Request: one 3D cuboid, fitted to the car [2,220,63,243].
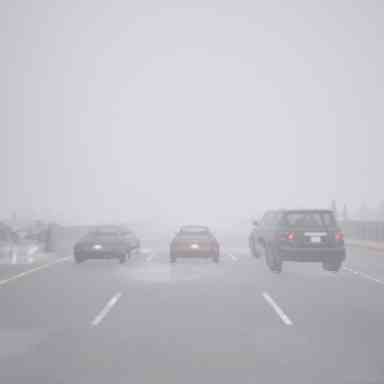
[{"bbox_3d":[-10.597,2.700,23.178,2.128,1.511,4.902,0,-4,0],"label":"car"}]

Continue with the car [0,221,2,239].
[{"bbox_3d":[-14.097,2.632,22.472,1.882,1.535,5.008,0,-4,0],"label":"car"}]

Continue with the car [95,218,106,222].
[{"bbox_3d":[-18.009,5.995,66.137,1.837,1.490,4.892,0,-4,-5],"label":"car"}]

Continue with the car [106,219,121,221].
[{"bbox_3d":[-14.218,5.779,62.470,1.994,1.385,4.181,0,-4,-2],"label":"car"}]

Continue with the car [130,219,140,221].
[{"bbox_3d":[-10.739,5.779,62.940,1.812,1.442,4.674,0,-4,-2],"label":"car"}]

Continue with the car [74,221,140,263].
[{"bbox_3d":[-3.401,2.084,14.008,1.994,1.385,4.181,0,-4,0],"label":"car"}]

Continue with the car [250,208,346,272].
[{"bbox_3d":[3.599,1.636,12.349,2.150,2.045,5.566,0,-3,0],"label":"car"}]

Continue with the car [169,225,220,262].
[{"bbox_3d":[0.099,2.097,14.204,1.994,1.385,4.181,0,-4,0],"label":"car"}]
